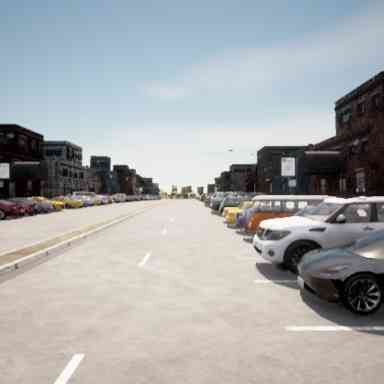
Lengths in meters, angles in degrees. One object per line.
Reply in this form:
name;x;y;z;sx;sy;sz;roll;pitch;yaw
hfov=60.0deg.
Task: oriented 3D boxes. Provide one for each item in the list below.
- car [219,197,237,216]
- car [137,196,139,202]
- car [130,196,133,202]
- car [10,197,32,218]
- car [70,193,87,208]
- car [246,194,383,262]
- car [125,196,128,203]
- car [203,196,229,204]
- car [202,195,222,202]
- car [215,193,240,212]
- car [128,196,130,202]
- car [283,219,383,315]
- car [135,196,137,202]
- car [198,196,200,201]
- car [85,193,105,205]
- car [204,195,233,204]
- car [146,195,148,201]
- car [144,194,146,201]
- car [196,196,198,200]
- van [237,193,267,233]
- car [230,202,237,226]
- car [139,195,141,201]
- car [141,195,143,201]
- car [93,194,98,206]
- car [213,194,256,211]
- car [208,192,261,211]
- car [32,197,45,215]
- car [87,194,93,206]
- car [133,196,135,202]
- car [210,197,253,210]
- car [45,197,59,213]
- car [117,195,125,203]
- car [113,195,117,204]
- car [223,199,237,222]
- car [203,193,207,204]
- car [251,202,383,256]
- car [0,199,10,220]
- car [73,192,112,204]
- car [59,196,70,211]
car;4.826;1.365;23.335;5.366;1.575;1.946;0;0;0
car;-15.777;1.680;78.964;4.792;1.488;2.163;0;-1;0
car;-15.734;1.558;70.629;4.792;1.488;2.163;0;-1;0
car;-15.843;1.345;26.185;5.008;1.535;2.097;0;0;0
car;-16.007;1.264;40.205;5.366;1.575;1.946;0;0;0
car;4.612;1.165;9.542;5.566;2.045;2.435;0;0;0
car;-15.960;1.450;65.197;5.366;1.575;1.946;0;-1;0
car;4.669;1.482;64.675;4.792;1.488;2.163;0;-1;0
car;4.609;1.516;78.462;4.553;1.767;2.185;0;-1;0
car;4.609;1.213;28.850;4.553;1.767;2.185;0;0;0
car;-15.741;1.364;67.860;4.553;1.767;2.185;0;-1;0
car;4.611;1.451;6.785;4.792;1.488;2.163;0;0;0
car;-15.747;1.610;76.187;4.892;1.521;2.231;0;-1;0
car;4.669;1.274;70.193;5.566;2.045;2.435;0;-1;0
car;-15.992;1.269;48.407;5.366;1.575;1.946;0;0;0
car;4.635;1.381;59.161;5.008;1.535;2.097;0;-1;0
car;-15.728;1.873;92.860;4.892;1.521;2.231;0;-1;0
car;-15.756;1.856;90.080;4.792;1.488;2.163;0;-1;0
car;4.455;1.857;92.244;5.366;1.575;1.946;0;-1;0
van;4.523;1.176;15.059;4.442;1.987;1.878;0;0;0
car;4.638;1.432;17.819;4.674;1.452;2.002;0;0;0
car;-15.737;1.695;81.869;5.008;1.535;2.097;0;-1;0
car;-15.743;1.739;84.648;4.892;1.521;2.231;0;-1;0
car;-15.809;1.303;45.633;4.674;1.452;2.002;0;0;0
car;4.671;1.167;37.120;4.553;1.767;2.185;0;0;0
car;4.612;1.072;31.607;5.566;2.045;2.435;0;0;0
car;-15.873;1.358;28.965;4.792;1.488;2.163;0;0;0
car;-15.819;1.301;42.975;4.674;1.452;2.002;0;0;0
car;-15.764;1.568;73.407;5.008;1.535;2.097;0;-1;0
car;4.669;1.313;39.879;4.792;1.488;2.163;0;0;0
car;-15.844;1.313;31.744;4.892;1.521;2.231;0;0;0
car;-15.786;1.416;62.417;4.892;1.521;2.231;0;-1;0
car;-15.759;1.216;56.739;4.553;1.767;2.185;0;-1;0
car;4.825;1.378;20.575;5.366;1.575;1.946;0;0;0
car;4.612;1.028;45.388;5.566;2.045;2.435;0;0;0
car;4.671;1.284;12.302;4.553;1.767;2.185;0;0;0
car;-15.885;1.235;23.406;4.553;1.767;2.185;0;0;0
car;-15.772;1.037;51.187;5.566;2.045;2.435;0;0;0
car;-15.838;1.294;34.648;5.008;1.535;2.097;0;0;0
